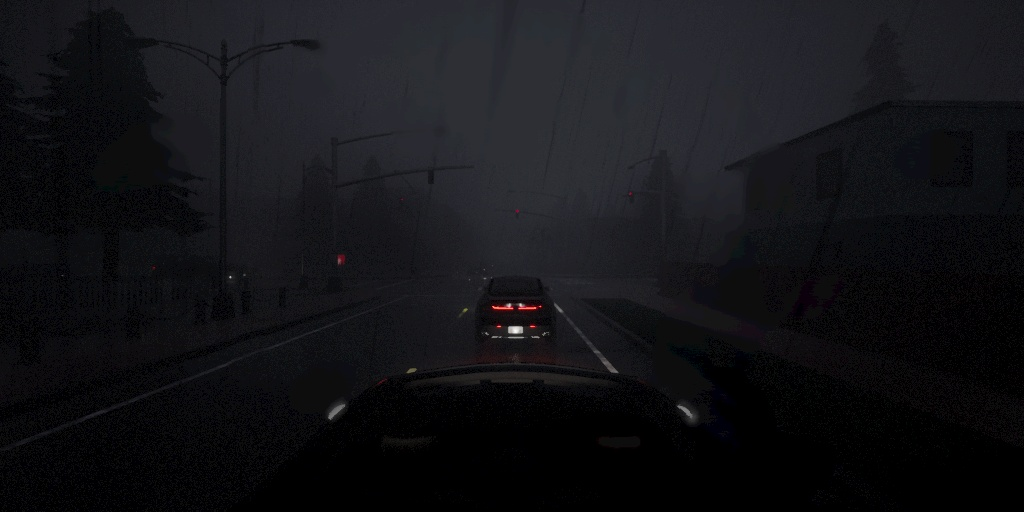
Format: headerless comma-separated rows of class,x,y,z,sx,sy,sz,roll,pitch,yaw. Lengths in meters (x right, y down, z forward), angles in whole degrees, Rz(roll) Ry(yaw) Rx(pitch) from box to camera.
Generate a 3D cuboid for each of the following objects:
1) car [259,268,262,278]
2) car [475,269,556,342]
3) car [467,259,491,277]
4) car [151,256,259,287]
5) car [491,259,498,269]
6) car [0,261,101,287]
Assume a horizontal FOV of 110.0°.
car,-21.930,1.291,27.642,4.674,1.442,1.812,0,0,-1
car,0.092,1.255,9.715,1.837,1.490,4.892,0,0,0
car,-3.407,1.276,36.317,1.812,1.442,4.674,0,0,-1
car,-20.665,0.987,24.025,5.566,2.045,2.150,0,0,-1
car,-3.480,1.251,52.268,1.837,1.490,4.892,0,1,1
car,-31.103,1.257,23.748,4.902,1.511,2.128,0,0,-1
